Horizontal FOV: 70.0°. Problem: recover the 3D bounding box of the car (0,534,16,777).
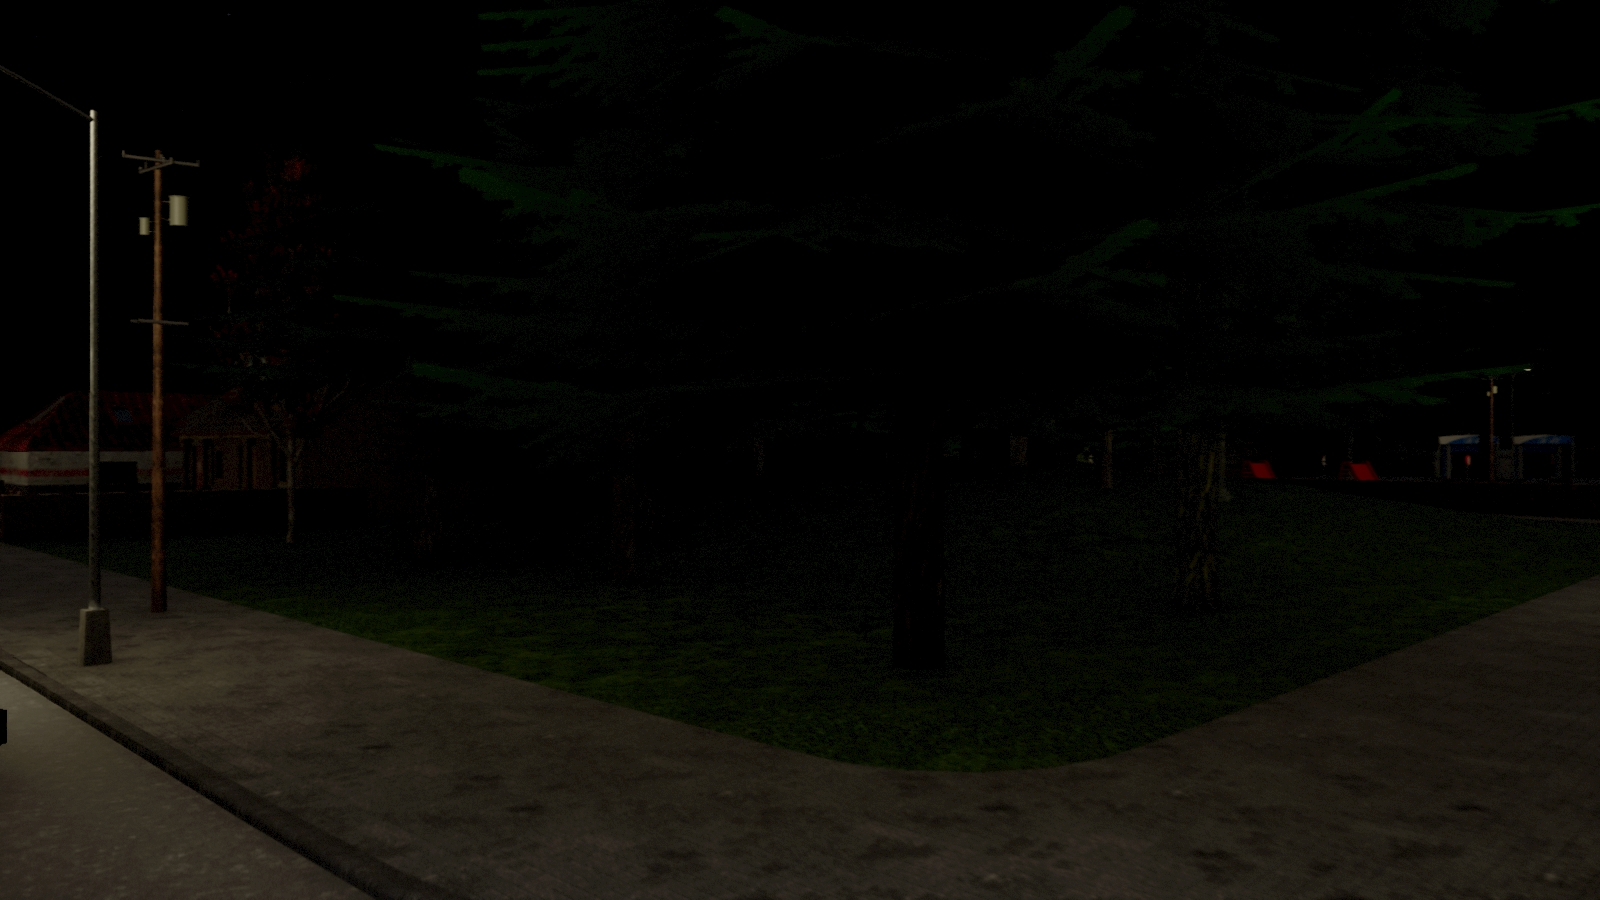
[{"bbox_3d":[-8.481,1.625,9.942,1.932,1.855,4.605,0,0,-45],"label":"car"}]
